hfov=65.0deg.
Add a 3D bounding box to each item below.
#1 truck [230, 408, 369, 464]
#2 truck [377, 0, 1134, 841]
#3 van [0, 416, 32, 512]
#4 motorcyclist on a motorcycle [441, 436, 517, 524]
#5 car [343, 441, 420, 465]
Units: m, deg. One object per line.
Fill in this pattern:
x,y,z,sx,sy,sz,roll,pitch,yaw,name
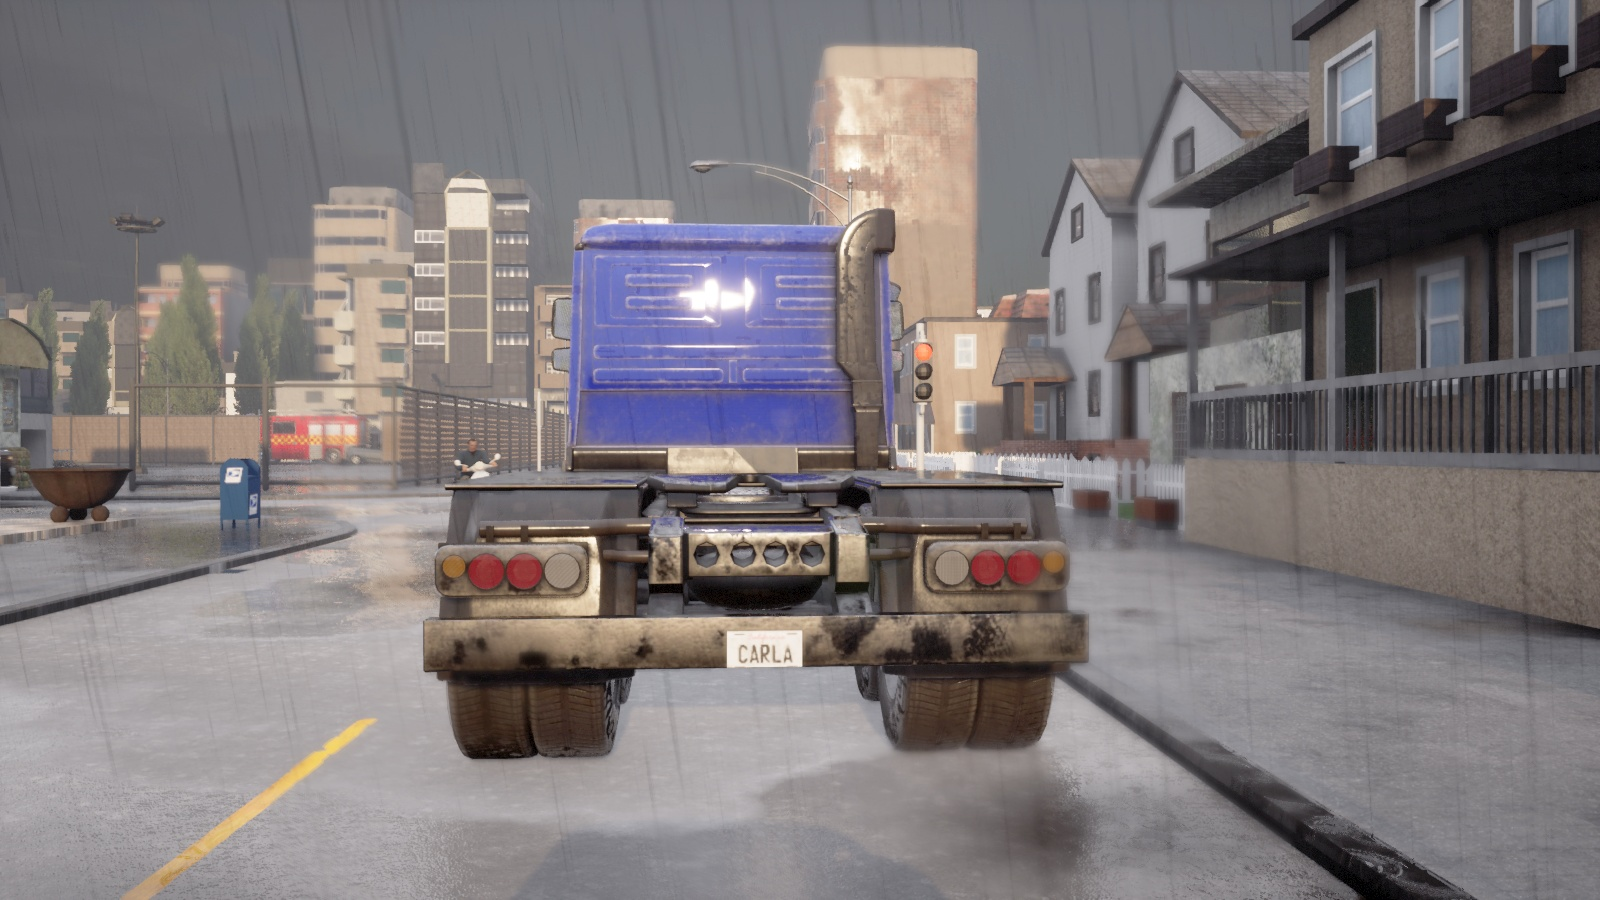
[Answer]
-34.798,-0.940,87.533,8.468,3.827,2.891,0,0,-3,truck
-0.432,-0.285,8.765,2.891,3.462,7.936,0,0,-4,truck
-19.236,0.304,26.733,4.480,2.038,2.069,0,0,-3,van
-6.216,0.558,24.265,0.866,1.590,1.817,-4,2,-31,motorcyclist on a motorcycle
-27.921,0.197,83.916,4.514,1.525,2.007,0,0,-3,car
